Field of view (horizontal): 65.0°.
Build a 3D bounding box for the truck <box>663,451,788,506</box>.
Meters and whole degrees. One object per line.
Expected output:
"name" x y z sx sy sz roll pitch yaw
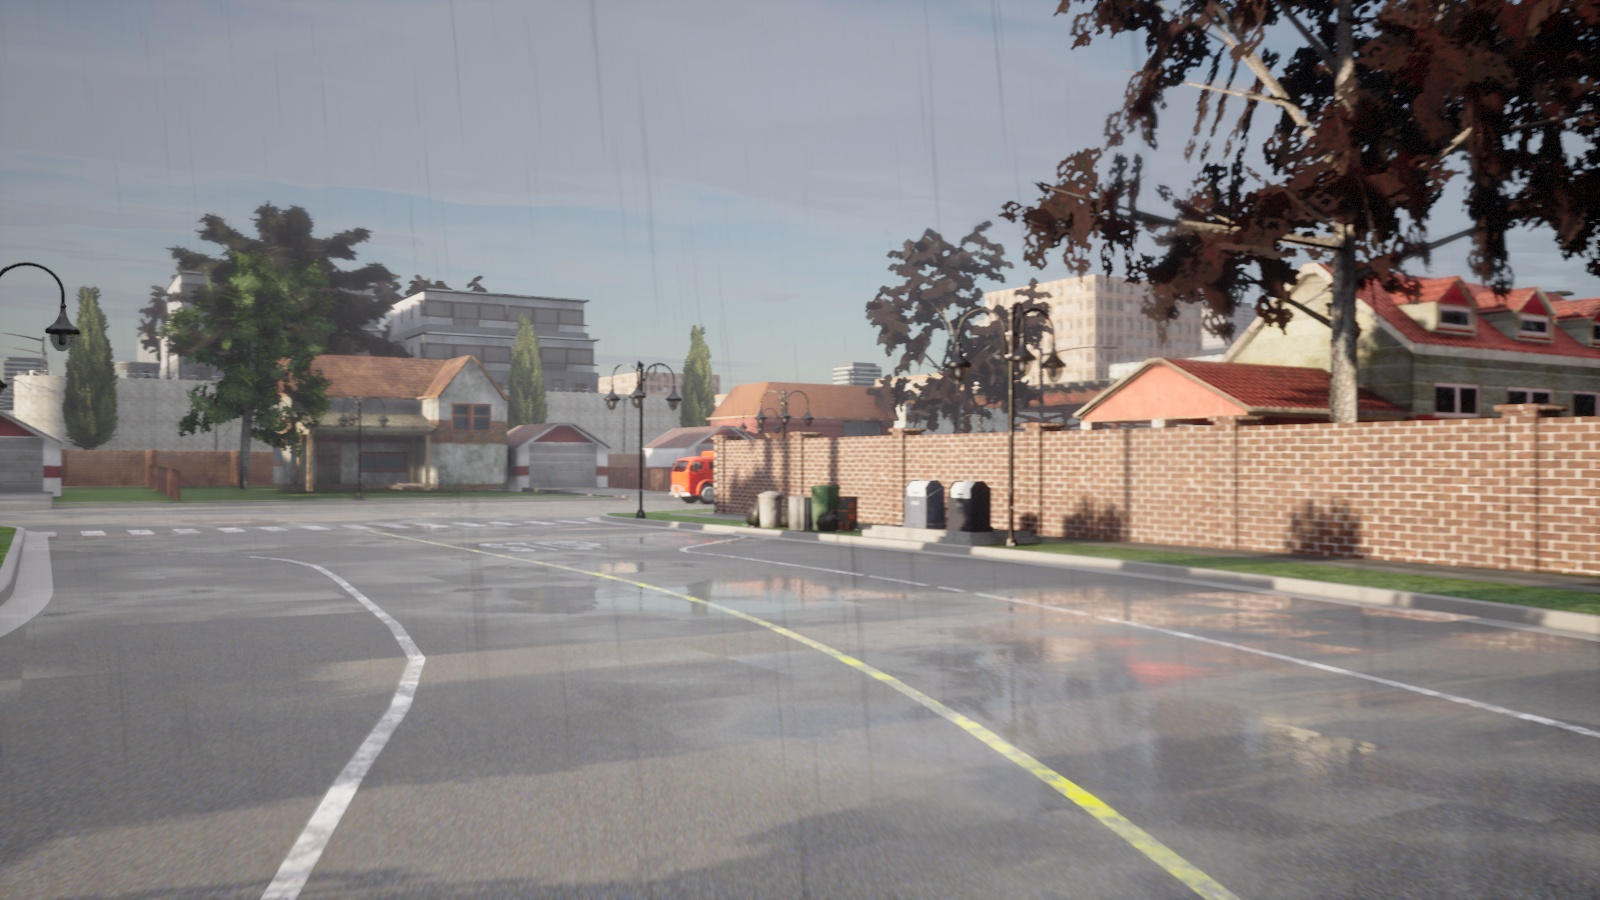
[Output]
"truck" -3.493 1.295 58.909 5.204 2.467 2.627 0 -1 -31
